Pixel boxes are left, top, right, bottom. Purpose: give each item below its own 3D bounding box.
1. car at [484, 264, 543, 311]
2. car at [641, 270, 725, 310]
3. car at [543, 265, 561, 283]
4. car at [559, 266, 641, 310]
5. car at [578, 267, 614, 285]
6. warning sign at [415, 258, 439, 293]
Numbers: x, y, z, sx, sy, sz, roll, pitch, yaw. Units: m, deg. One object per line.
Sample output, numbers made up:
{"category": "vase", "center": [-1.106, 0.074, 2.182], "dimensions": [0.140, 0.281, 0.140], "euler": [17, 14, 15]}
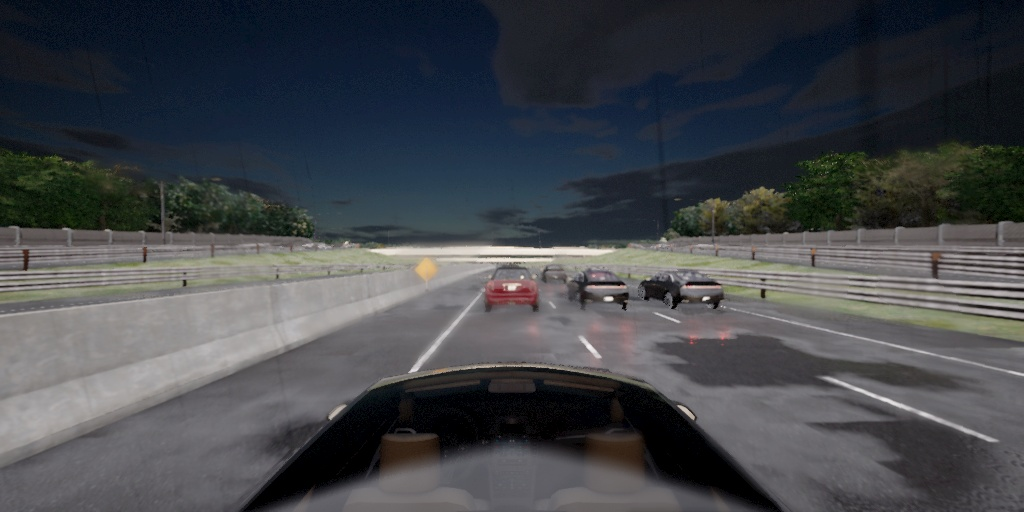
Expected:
{"category": "car", "center": [0.012, 1.214, 15.311], "dimensions": [2.097, 1.767, 4.553], "euler": [0, -1, 0]}
{"category": "car", "center": [7.012, 1.356, 15.375], "dimensions": [2.128, 1.511, 4.902], "euler": [0, 0, 0]}
{"category": "car", "center": [3.463, 1.487, 30.408], "dimensions": [2.128, 1.511, 4.902], "euler": [0, 0, 0]}
{"category": "car", "center": [3.512, 1.356, 15.369], "dimensions": [2.128, 1.511, 4.902], "euler": [0, 0, 0]}
{"category": "car", "center": [6.962, 1.593, 30.183], "dimensions": [1.895, 1.301, 4.718], "euler": [0, -1, 0]}
{"category": "warning sign", "center": [-4.563, 1.009, 19.226], "dimensions": [1.300, 1.860, 1.060], "euler": [0, 0, 0]}
